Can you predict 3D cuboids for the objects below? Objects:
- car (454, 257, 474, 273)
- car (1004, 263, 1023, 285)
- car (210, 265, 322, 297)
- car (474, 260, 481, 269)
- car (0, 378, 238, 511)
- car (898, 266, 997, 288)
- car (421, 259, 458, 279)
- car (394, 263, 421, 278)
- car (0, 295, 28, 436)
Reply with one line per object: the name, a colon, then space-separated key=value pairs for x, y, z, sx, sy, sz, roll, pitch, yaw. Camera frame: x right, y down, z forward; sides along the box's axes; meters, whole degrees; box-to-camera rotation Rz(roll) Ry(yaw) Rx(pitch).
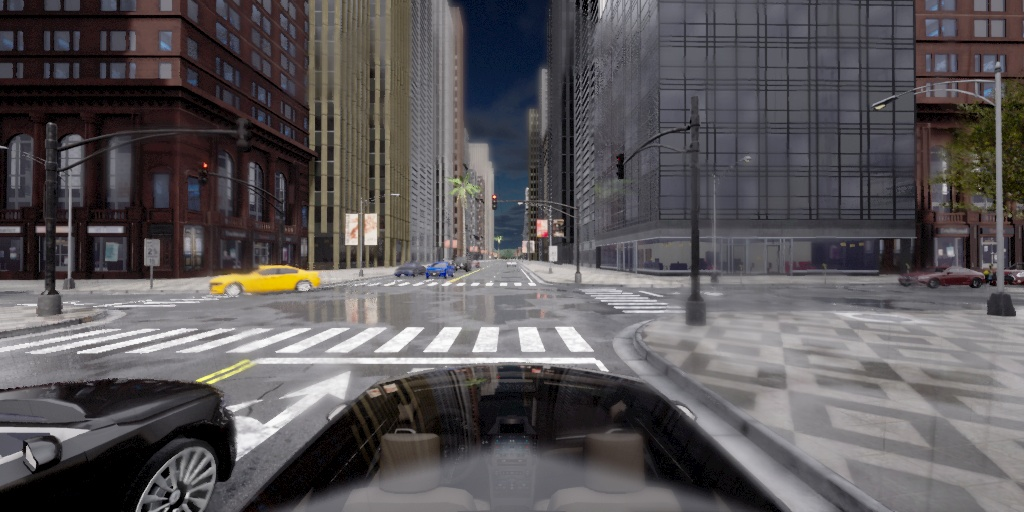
car: x=-6.685 y=1.081 z=47.144 sx=2.150 sy=2.045 sz=5.566 roll=0 pitch=0 yaw=0
car: x=32.064 y=1.118 z=22.151 sx=4.097 sy=1.591 sz=1.967 roll=0 pitch=0 yaw=-1
car: x=-13.165 y=1.272 z=19.513 sx=5.008 sy=1.535 sz=1.882 roll=-1 pitch=1 yaw=-42
car: x=-6.663 y=1.452 z=63.116 sx=1.812 sy=1.442 sz=4.674 roll=0 pitch=0 yaw=0
car: x=-3.138 y=1.241 z=0.952 sx=2.128 sy=1.511 sz=4.902 roll=0 pitch=0 yaw=-1
car: x=26.426 y=1.276 z=22.052 sx=4.207 sy=1.307 sz=1.802 roll=0 pitch=0 yaw=-1
car: x=-6.658 y=1.292 z=33.591 sx=1.882 sy=1.535 sz=5.008 roll=0 pitch=0 yaw=2
car: x=-9.915 y=1.366 z=35.287 sx=2.033 sy=1.411 sz=5.357 roll=0 pitch=0 yaw=0
car: x=-6.600 y=1.227 z=1.694 sx=1.882 sy=1.535 sz=5.008 roll=0 pitch=0 yaw=0
